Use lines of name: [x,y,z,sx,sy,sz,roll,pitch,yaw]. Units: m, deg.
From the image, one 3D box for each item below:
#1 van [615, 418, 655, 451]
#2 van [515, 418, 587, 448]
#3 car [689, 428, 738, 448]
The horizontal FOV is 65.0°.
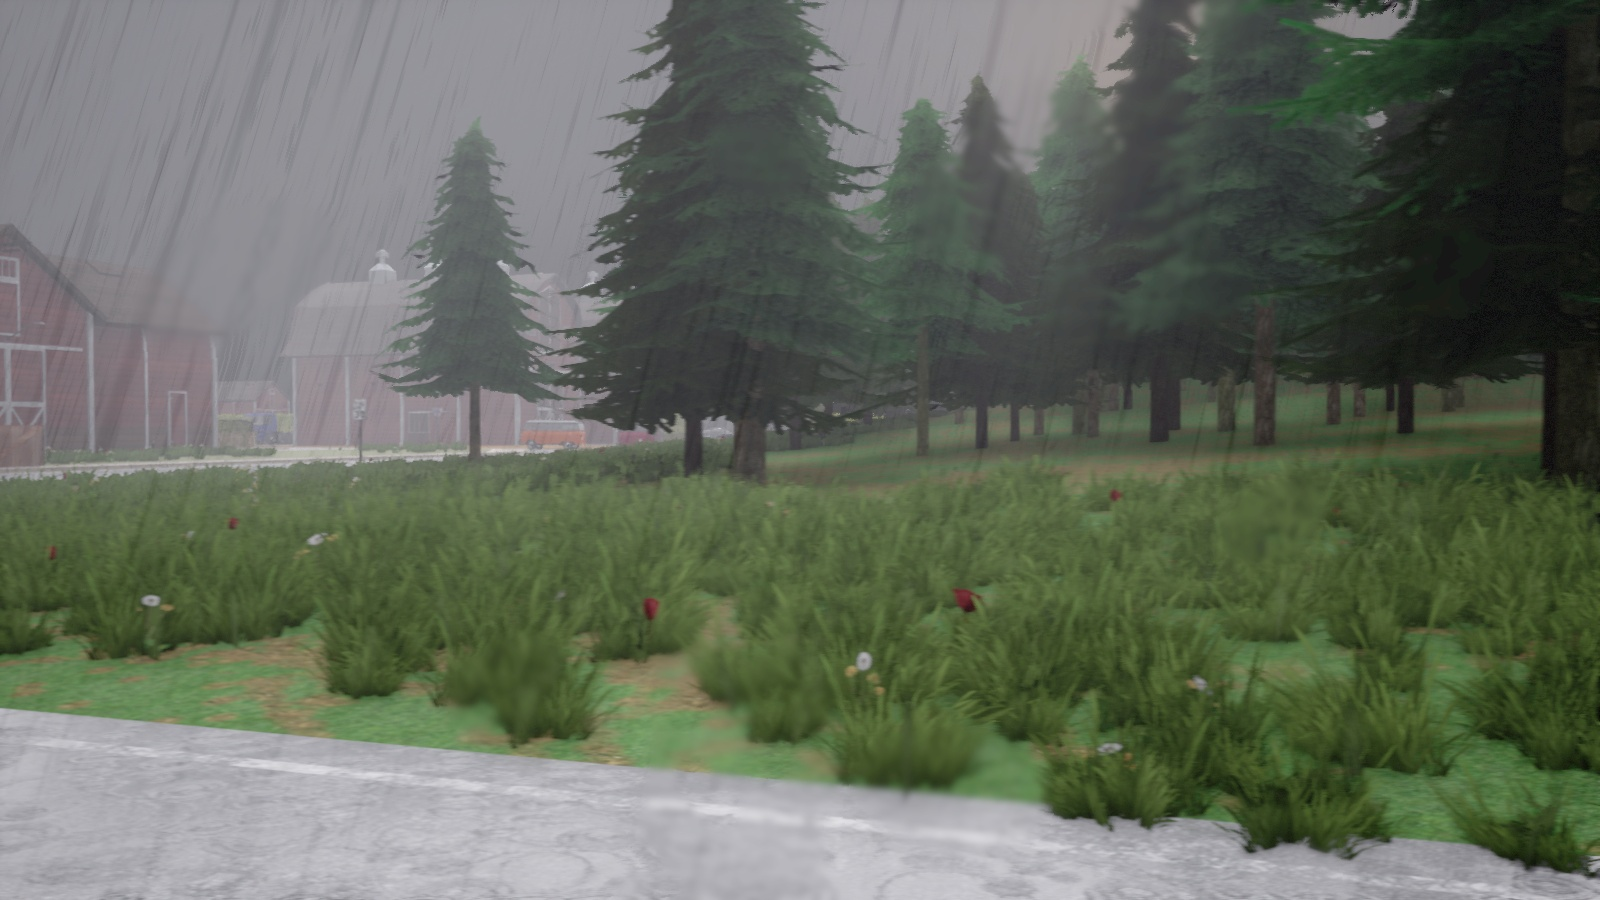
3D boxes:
van: [-10.196,-0.954,77.264,1.775,1.987,4.442,1,1,-16]
van: [-16.817,-1.167,84.952,4.442,1.987,1.775,1,1,9]
car: [-6.344,-0.899,92.549,1.837,1.490,4.892,1,1,19]
